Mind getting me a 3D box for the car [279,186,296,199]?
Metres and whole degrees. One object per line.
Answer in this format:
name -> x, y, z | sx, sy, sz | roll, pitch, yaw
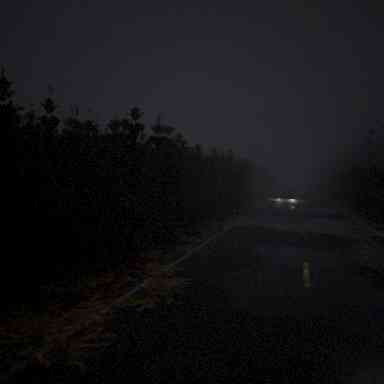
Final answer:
car -> 12.038, 0.007, 41.873 | 1.882, 1.535, 5.008 | 3, 3, 18
